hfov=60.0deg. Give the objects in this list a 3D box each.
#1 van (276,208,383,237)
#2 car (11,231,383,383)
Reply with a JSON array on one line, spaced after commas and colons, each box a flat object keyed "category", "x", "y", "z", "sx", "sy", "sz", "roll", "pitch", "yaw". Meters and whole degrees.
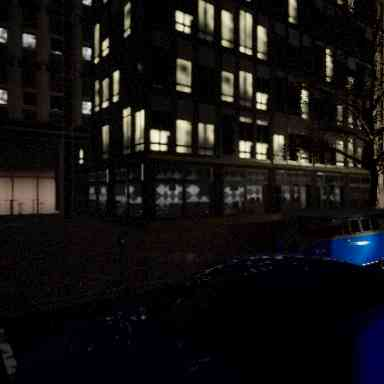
[{"category": "van", "x": 4.026, "y": 1.361, "z": 9.175, "sx": 3.998, "sy": 1.788, "sz": 1.690, "roll": 0, "pitch": 0, "yaw": -36}, {"category": "car", "x": 0.816, "y": 1.484, "z": 3.647, "sx": 5.008, "sy": 1.535, "sz": 1.882, "roll": 0, "pitch": 0, "yaw": -35}]
